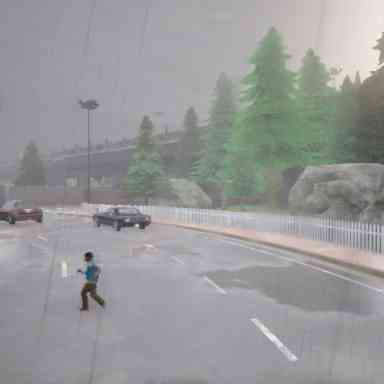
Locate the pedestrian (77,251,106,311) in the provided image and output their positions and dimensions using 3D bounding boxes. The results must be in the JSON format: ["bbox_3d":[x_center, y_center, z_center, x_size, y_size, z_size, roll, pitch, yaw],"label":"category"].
[{"bbox_3d":[-1.857,1.674,6.233,0.500,1.100,0.500,0,0,-14],"label":"pedestrian"}]

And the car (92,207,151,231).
[{"bbox_3d":[-4.485,1.601,20.606,1.895,1.301,4.718,0,0,-38],"label":"car"}]

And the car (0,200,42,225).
[{"bbox_3d":[-12.845,1.353,24.487,4.553,1.767,2.097,0,0,44],"label":"car"}]
